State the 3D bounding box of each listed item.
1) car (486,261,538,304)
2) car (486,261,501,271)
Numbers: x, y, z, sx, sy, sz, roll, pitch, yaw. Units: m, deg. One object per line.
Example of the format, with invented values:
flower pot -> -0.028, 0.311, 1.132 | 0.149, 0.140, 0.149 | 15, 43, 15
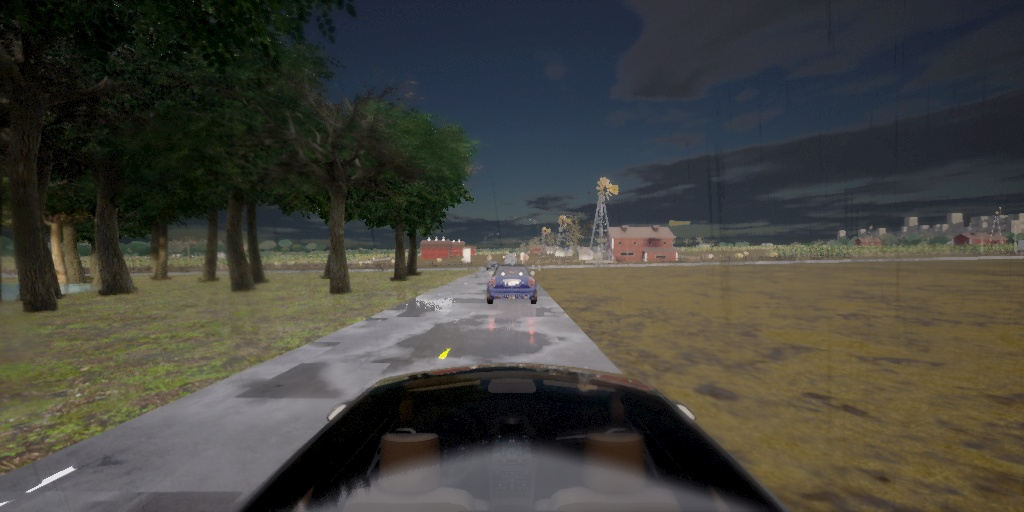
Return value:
car -> 0.000, 1.119, 16.473 | 2.097, 1.767, 4.553 | 0, 0, 0
car -> -2.750, 1.441, 53.511 | 1.994, 1.385, 4.181 | 0, 0, 0
